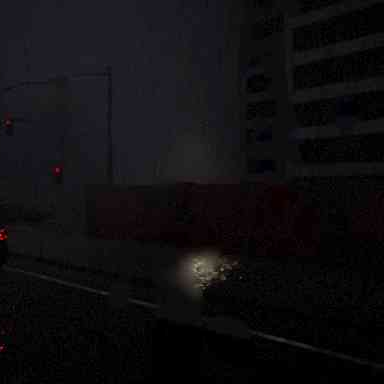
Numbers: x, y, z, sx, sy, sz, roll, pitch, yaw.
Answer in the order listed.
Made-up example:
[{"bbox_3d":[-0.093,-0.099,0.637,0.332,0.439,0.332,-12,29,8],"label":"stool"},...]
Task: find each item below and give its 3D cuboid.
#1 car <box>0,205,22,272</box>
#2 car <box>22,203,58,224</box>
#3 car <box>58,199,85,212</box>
[{"bbox_3d":[-7.229,1.238,9.176,5.566,2.045,2.150,0,0,36],"label":"car"},{"bbox_3d":[-12.585,1.582,23.294,2.033,1.411,5.357,0,0,38],"label":"car"},{"bbox_3d":[-13.915,1.540,38.762,2.128,1.511,4.902,0,0,36],"label":"car"}]
